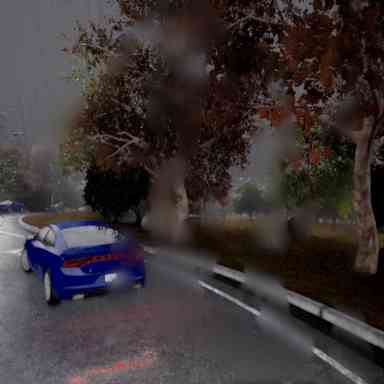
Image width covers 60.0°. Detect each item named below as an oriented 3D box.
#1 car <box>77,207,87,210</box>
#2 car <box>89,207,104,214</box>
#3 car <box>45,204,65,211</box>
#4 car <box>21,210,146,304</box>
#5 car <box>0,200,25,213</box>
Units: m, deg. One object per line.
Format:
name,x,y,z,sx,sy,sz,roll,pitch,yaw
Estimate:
car,-23.233,3.961,70.153,1.812,1.442,4.674,0,-5,-3
car,-19.649,3.864,68.668,1.994,1.385,4.181,0,-5,-3
car,-22.484,2.736,54.806,1.837,1.490,4.892,0,-4,-3
car,-2.892,1.447,8.296,1.882,1.535,5.008,0,0,-34
car,-21.696,1.731,39.451,1.882,1.535,5.008,0,-2,-3
